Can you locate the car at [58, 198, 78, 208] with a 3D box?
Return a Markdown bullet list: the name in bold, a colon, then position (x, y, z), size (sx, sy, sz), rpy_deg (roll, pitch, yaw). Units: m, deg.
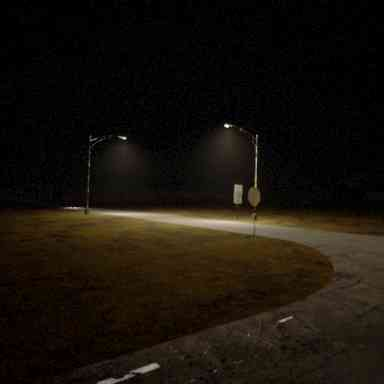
- **car**: position (-18.635, 1.596, 49.962), size (1.994, 1.385, 4.181), rpy_deg (3, -2, -36)
